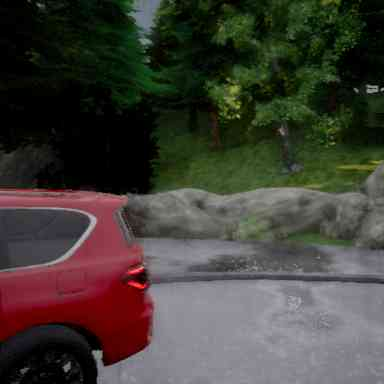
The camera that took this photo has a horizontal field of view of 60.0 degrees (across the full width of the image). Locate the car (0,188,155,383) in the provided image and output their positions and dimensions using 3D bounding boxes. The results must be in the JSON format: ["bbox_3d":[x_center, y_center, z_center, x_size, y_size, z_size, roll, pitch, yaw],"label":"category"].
[{"bbox_3d":[-3.056,0.996,2.830,5.566,2.045,2.150,0,2,-31],"label":"car"}]
